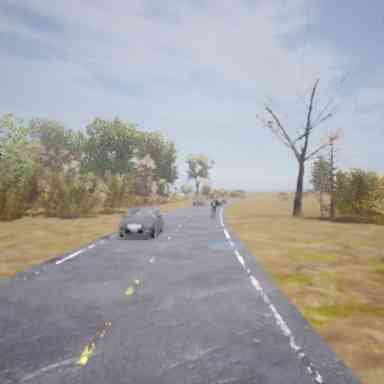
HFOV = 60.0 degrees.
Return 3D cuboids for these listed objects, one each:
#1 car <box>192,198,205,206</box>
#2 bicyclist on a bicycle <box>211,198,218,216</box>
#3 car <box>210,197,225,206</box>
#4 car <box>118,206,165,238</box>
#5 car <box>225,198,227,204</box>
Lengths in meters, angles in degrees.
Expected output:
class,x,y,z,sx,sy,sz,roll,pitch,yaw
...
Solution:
class,x,y,z,sx,sy,sz,roll,pitch,yaw
car,1.182,1.773,59.315,1.837,1.490,4.892,0,0,9
bicyclist on a bicycle,2.110,1.596,31.995,0.582,1.620,1.656,0,-1,4
car,4.409,1.879,60.136,1.895,1.301,4.718,0,0,9
car,-2.646,1.567,18.236,2.128,1.511,4.902,0,0,3
car,6.862,1.898,75.586,2.033,1.411,5.357,0,0,11
